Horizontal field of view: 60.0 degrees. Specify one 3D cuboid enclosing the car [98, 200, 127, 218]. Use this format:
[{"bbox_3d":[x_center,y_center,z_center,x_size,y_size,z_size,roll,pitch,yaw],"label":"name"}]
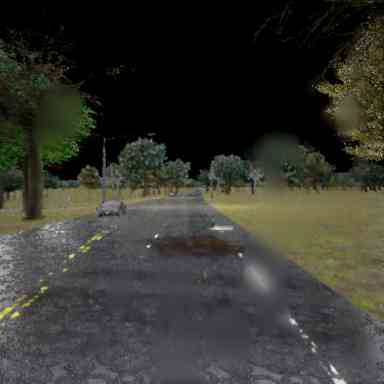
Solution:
[{"bbox_3d":[-7.063,1.483,29.991,1.837,1.490,4.892,0,0,-1],"label":"car"}]
